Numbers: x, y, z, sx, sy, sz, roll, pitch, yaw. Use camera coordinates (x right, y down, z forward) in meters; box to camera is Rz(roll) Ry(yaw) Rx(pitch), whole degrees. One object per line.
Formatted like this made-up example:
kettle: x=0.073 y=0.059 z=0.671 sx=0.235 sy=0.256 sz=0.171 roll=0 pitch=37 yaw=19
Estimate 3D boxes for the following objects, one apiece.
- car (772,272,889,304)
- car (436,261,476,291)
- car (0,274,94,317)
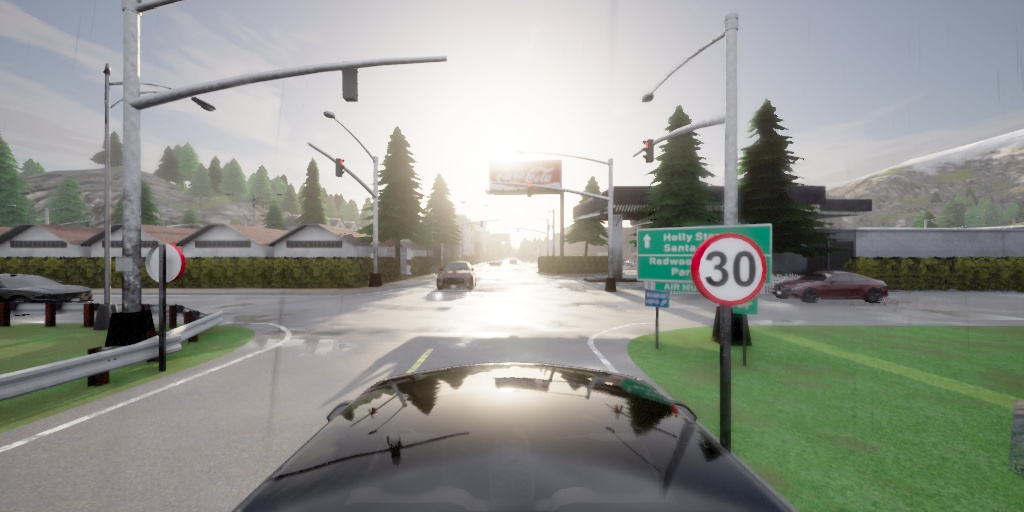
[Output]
car: x=15.052 y=1.467 z=17.045 sx=4.674 sy=1.442 sz=1.812 roll=0 pitch=0 yaw=0
car: x=-3.429 y=1.126 z=22.623 sx=2.097 sy=1.767 sz=4.553 roll=0 pitch=1 yaw=-3
car: x=-19.163 y=1.419 z=13.731 sx=5.008 sy=1.535 sz=1.882 roll=0 pitch=0 yaw=1
